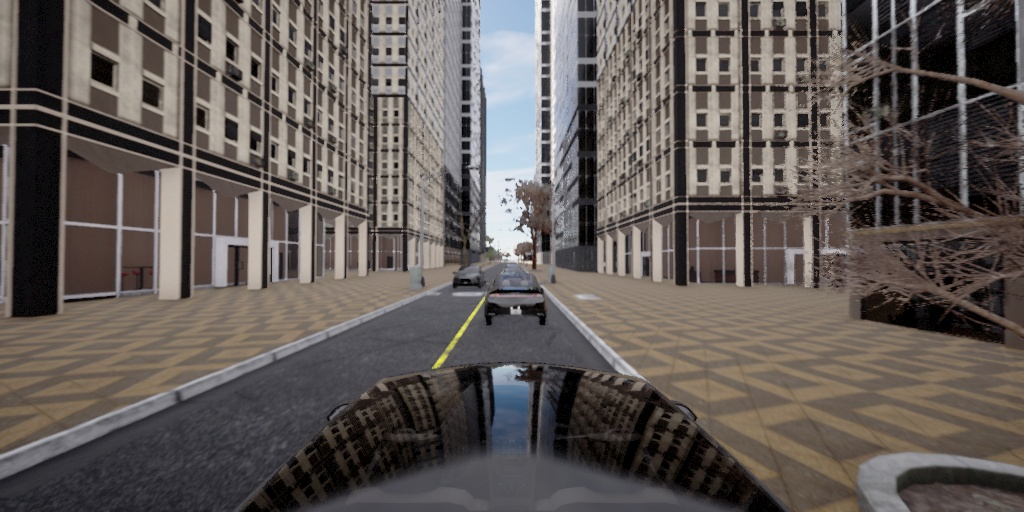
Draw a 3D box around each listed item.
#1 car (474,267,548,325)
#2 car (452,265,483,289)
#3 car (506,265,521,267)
[{"bbox_3d":[0.109,1.303,12.102,2.128,1.511,4.902,0,0,0],"label":"car"},{"bbox_3d":[-2.826,1.384,24.226,1.837,1.490,4.892,0,0,0],"label":"car"},{"bbox_3d":[0.127,1.475,32.556,2.033,1.411,5.357,0,0,0],"label":"car"}]
